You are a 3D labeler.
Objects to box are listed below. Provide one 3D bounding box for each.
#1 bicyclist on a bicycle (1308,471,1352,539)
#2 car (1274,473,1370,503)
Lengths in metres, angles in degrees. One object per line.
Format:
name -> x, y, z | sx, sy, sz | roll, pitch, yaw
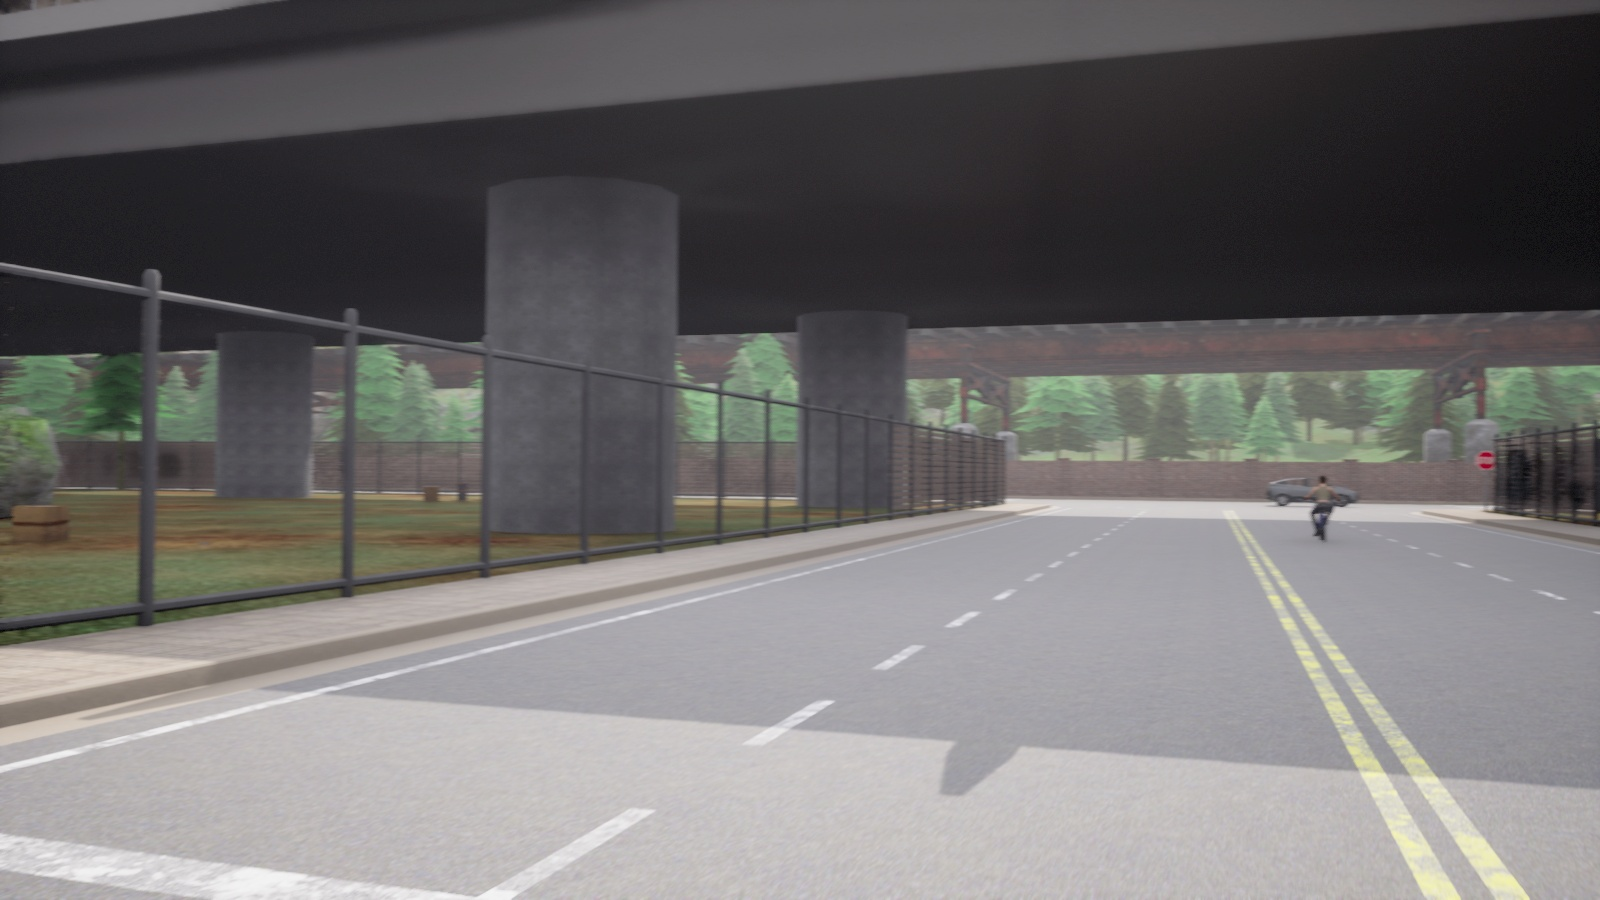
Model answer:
bicyclist on a bicycle -> 12.998, 1.329, 30.829 | 0.866, 1.612, 1.509 | 0, -1, 18
car -> 27.267, 1.955, 65.718 | 4.514, 1.525, 2.007 | 0, -1, 19
